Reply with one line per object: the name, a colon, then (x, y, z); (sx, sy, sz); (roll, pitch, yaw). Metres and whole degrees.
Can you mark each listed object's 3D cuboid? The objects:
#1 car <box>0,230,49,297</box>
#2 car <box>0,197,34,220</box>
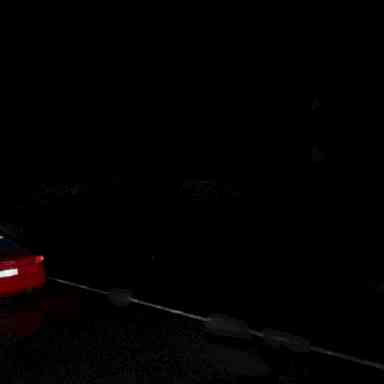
car: (-5.206, 1.564, 7.754); (4.181, 1.385, 1.994); (0, 0, 37)
car: (-14.741, 1.313, 25.522); (2.097, 1.767, 4.553); (0, 0, 35)
